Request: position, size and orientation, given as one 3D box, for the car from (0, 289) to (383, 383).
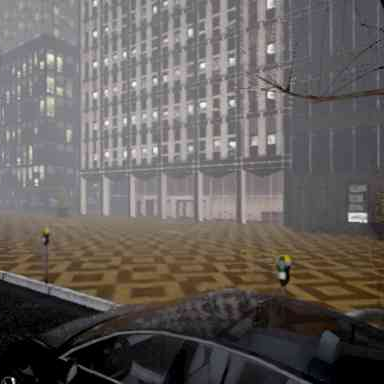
[{"bbox_3d":[0.101,1.566,2.808,4.313,1.339,1.947,0,0,36],"label":"car"}]
